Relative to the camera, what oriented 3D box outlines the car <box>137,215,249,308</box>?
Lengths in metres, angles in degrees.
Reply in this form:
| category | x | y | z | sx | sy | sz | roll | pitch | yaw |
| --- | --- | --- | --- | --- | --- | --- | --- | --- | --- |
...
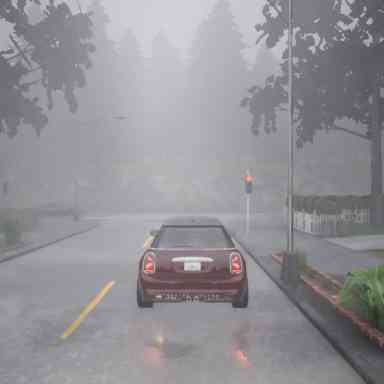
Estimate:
| category | x | y | z | sx | sy | sz | roll | pitch | yaw |
| --- | --- | --- | --- | --- | --- | --- | --- | --- | --- |
| car | 0.021 | 1.352 | 8.082 | 2.097 | 1.767 | 4.553 | 0 | 0 | 0 |

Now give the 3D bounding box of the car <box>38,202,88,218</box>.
| category | x | y | z | sx | sy | sz | roll | pitch | yaw |
| --- | --- | --- | --- | --- | --- | --- | --- | --- | --- |
| car | -11.357 | 1.564 | 29.225 | 4.181 | 1.385 | 1.994 | 0 | 0 | 0 |
